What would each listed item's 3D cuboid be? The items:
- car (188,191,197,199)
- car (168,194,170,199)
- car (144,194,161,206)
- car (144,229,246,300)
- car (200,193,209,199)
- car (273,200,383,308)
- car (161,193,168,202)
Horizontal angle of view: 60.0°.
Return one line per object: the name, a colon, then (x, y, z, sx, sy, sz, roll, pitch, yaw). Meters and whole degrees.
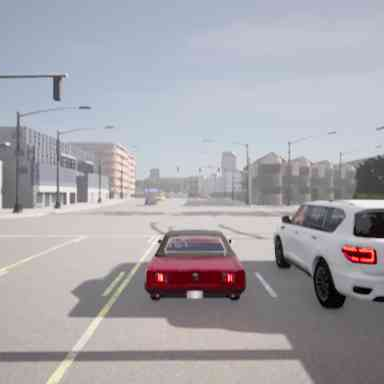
car: (0.031, 0.867, 88.917, 2.150, 2.045, 5.566, 0, -1, 0)
car: (-6.969, 1.148, 88.699, 1.837, 1.490, 4.892, 0, 0, 0)
car: (-7.056, 1.564, 57.262, 2.128, 1.511, 4.902, 0, 1, 0)
car: (0.072, 1.568, 8.245, 1.895, 1.301, 4.718, 0, 0, 0)
car: (3.531, 0.999, 89.270, 2.097, 1.767, 4.553, 0, -1, 0)
car: (3.566, 1.187, 7.949, 2.150, 2.045, 5.566, 0, 0, 0)
car: (-6.975, 1.293, 73.049, 1.882, 1.535, 5.008, 0, 1, 0)
